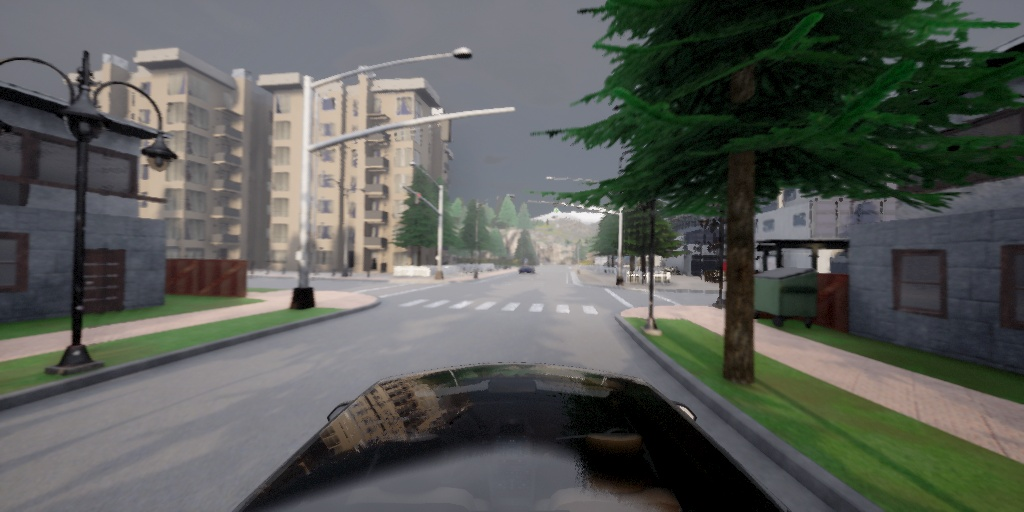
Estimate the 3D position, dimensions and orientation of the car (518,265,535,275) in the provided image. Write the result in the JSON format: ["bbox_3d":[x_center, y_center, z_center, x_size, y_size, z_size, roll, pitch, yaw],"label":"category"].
[{"bbox_3d":[2.001,1.845,48.199,1.895,1.301,4.718,1,-1,9],"label":"car"}]
